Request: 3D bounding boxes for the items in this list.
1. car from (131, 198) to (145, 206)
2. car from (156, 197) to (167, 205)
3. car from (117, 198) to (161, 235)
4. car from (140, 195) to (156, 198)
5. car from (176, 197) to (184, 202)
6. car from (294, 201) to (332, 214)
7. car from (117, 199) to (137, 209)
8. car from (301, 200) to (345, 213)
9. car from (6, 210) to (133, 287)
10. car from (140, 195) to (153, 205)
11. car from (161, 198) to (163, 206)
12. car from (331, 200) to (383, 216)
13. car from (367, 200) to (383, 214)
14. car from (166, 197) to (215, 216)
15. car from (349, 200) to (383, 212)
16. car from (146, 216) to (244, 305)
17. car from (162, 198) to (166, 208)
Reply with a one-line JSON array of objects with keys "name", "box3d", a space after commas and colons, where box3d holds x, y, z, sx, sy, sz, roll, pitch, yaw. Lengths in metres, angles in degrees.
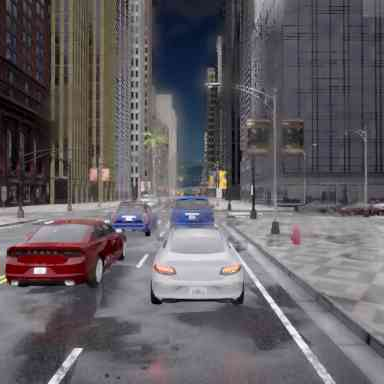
[{"name": "car", "box3d": [-9.798, 1.827, 60.765, 1.812, 1.442, 4.674, 0, 0, 1]}, {"name": "car", "box3d": [-6.476, 1.902, 70.568, 1.812, 1.442, 4.674, 0, 0, 0]}, {"name": "car", "box3d": [-3.143, 1.391, 18.764, 2.097, 1.767, 4.553, 0, 0, 0]}, {"name": "car", "box3d": [-6.582, 1.452, 50.898, 2.150, 2.045, 5.566, 0, 0, 0]}, {"name": "car", "box3d": [-3.219, 2.096, 90.474, 1.994, 1.385, 4.181, 0, 0, 0]}, {"name": "car", "box3d": [13.210, 1.635, 35.840, 4.181, 1.385, 1.994, 0, -1, -1]}, {"name": "car", "box3d": [-9.830, 1.778, 50.855, 2.033, 1.411, 5.357, 0, 0, 0]}, {"name": "car", "box3d": [15.197, 1.662, 38.624, 4.313, 1.339, 1.947, 0, 0, -1]}, {"name": "car", "box3d": [-3.149, 1.489, 9.378, 1.882, 1.535, 5.008, 0, 0, 0]}, {"name": "car", "box3d": [-9.726, 1.609, 71.339, 2.150, 2.045, 5.566, 0, 0, 0]}, {"name": "car", "box3d": [-6.550, 1.805, 60.610, 1.837, 1.490, 4.892, 0, 0, 1]}, {"name": "car", "box3d": [15.325, 1.577, 30.101, 4.206, 1.307, 1.802, 0, 0, -1]}, {"name": "car", "box3d": [21.763, 1.568, 35.968, 4.674, 1.442, 1.812, 0, -1, -1]}, {"name": "car", "box3d": [0.032, 1.257, 17.705, 2.150, 2.045, 5.566, 0, 0, 1]}, {"name": "car", "box3d": [20.837, 1.643, 38.710, 4.313, 1.339, 1.947, 0, 0, -1]}, {"name": "car", "box3d": [0.102, 1.534, 8.003, 1.812, 1.442, 4.674, 0, 0, 0]}, {"name": "car", "box3d": [-3.147, 1.766, 52.383, 1.812, 1.442, 4.674, 0, 0, 0]}]
